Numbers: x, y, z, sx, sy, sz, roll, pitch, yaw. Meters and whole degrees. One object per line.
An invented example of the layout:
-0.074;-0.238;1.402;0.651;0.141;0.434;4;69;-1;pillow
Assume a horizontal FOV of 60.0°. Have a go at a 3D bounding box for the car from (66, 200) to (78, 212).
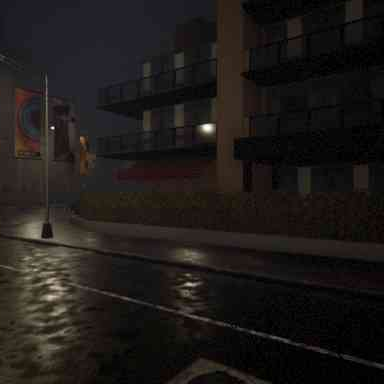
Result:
-11.707;1.505;37.489;1.837;1.490;4.892;0;0;35;car
